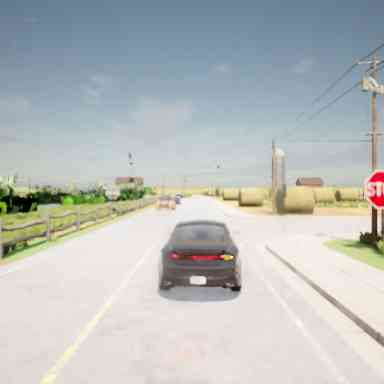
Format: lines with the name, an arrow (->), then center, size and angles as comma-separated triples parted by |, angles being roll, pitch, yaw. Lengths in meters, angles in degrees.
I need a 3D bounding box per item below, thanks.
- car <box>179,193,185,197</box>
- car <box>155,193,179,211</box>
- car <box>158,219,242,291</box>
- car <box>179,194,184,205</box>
car -> -2.543, 0.961, 70.907 | 1.837, 1.490, 4.892 | 0, 0, 1
car -> -3.074, 1.267, 39.172 | 2.097, 1.767, 4.553 | 0, 0, 1
car -> 0.275, 1.485, 8.949 | 1.837, 1.490, 4.892 | 0, 0, 4
car -> -2.822, 1.427, 55.505 | 2.033, 1.411, 5.357 | 0, 0, 1
